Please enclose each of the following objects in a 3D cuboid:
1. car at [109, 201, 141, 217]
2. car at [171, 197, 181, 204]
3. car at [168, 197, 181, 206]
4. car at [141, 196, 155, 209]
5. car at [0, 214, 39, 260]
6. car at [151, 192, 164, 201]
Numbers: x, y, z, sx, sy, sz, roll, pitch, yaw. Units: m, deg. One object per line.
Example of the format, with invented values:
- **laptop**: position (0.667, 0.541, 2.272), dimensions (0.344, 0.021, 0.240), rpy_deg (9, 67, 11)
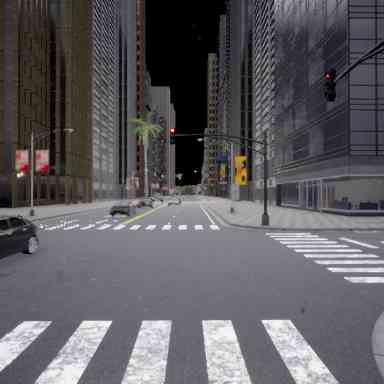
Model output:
- **car**: position (-6.661, 1.619, 32.664), dimensions (2.033, 1.411, 5.357), rpy_deg (0, 0, 0)
- **car**: position (-3.284, 1.786, 69.824), dimensions (1.994, 1.385, 4.181), rpy_deg (0, 0, 0)
- **car**: position (-3.266, 1.779, 59.928), dimensions (1.895, 1.301, 4.718), rpy_deg (0, 0, 0)
- **car**: position (-6.684, 1.690, 47.979), dimensions (1.994, 1.385, 4.181), rpy_deg (0, 0, 0)
- **car**: position (-6.622, 1.508, 10.545), dimensions (1.837, 1.490, 4.892), rpy_deg (0, 0, 0)
- **car**: position (-6.622, 1.075, 63.805), dimensions (2.150, 2.045, 5.566), rpy_deg (0, 0, 0)
